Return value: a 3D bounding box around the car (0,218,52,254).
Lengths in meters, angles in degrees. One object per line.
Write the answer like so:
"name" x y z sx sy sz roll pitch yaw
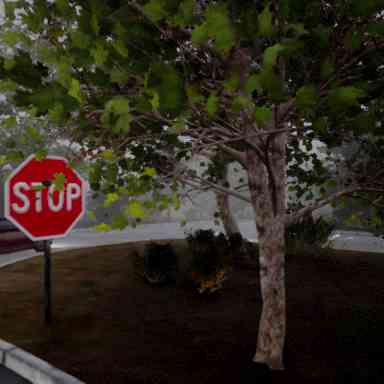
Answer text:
"car" -7.328 1.671 12.615 1.994 1.385 4.181 -1 -2 16
